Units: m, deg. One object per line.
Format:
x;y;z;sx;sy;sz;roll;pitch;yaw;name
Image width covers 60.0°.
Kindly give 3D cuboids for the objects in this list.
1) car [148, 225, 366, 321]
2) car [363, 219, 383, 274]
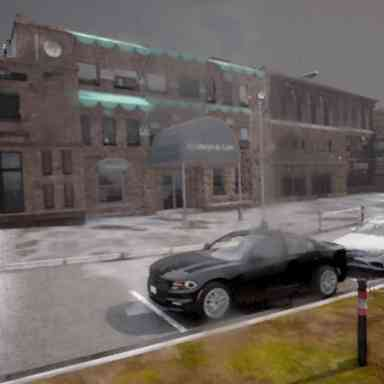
1.436;1.654;7.766;5.008;1.535;2.097;0;-1;-29;car
6.566;1.669;11.148;4.674;1.452;2.002;-1;2;-34;car
